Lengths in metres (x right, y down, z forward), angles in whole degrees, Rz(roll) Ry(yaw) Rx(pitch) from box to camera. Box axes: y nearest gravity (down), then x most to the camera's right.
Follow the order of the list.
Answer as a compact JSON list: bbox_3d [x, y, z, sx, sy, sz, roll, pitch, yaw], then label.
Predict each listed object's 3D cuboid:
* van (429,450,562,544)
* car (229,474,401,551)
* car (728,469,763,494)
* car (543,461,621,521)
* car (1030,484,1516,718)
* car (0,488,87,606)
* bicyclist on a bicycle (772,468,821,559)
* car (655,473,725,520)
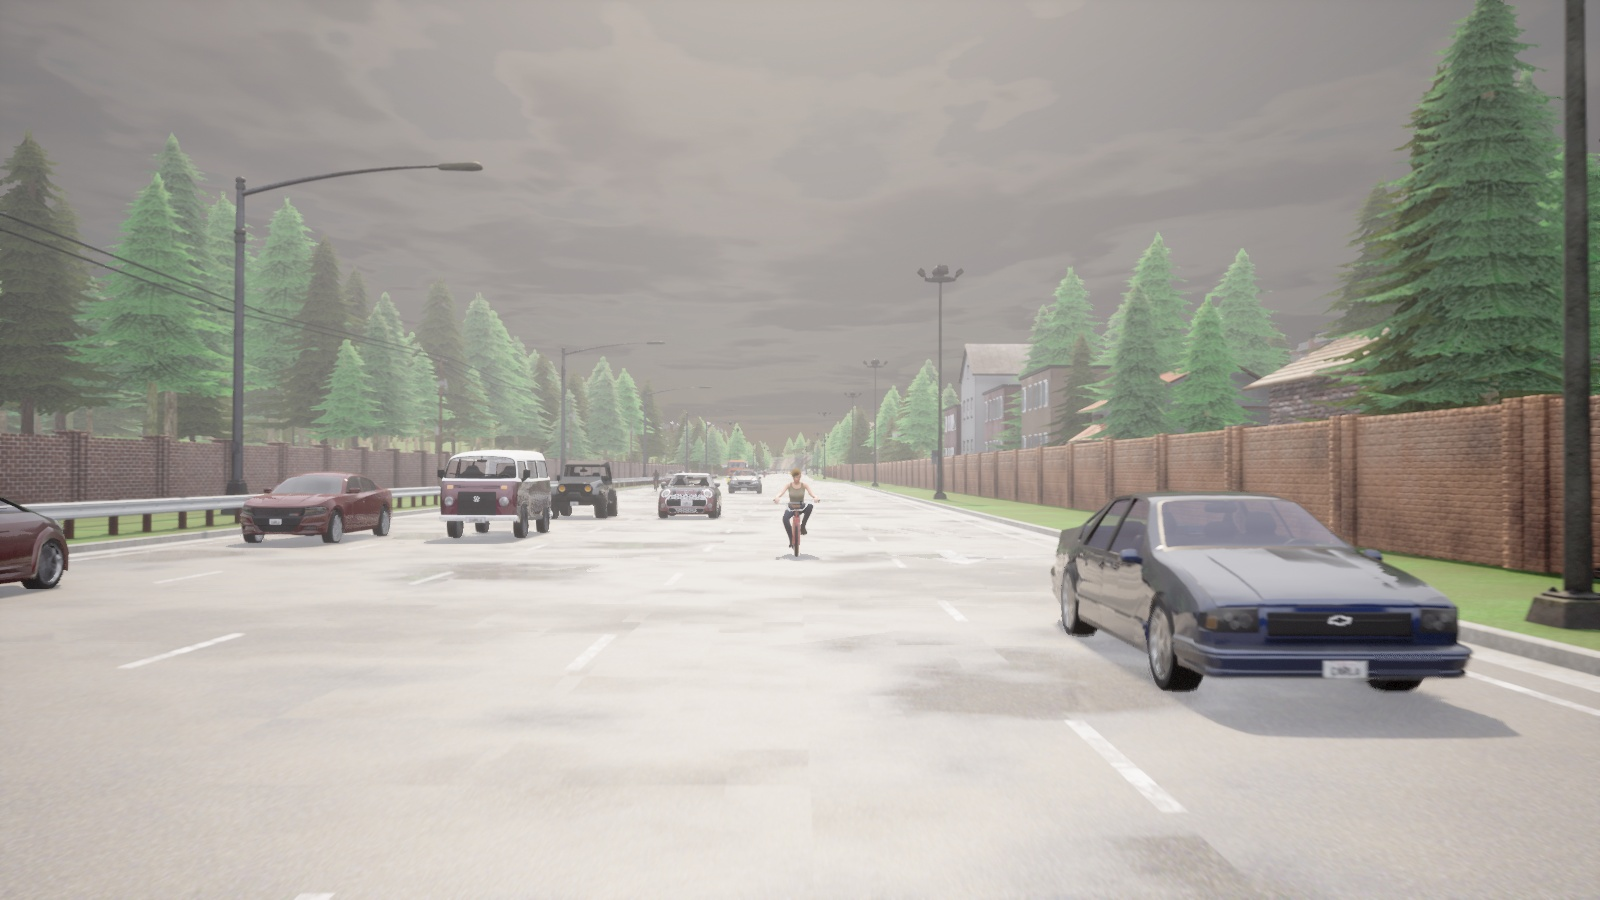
[{"bbox_3d":[-7.075,1.063,29.644,2.069,2.038,4.480,0,-1,0],"label":"van"},{"bbox_3d":[-10.569,1.300,27.799,1.882,1.535,5.008,0,-1,0],"label":"car"},{"bbox_3d":[-3.713,2.113,85.987,2.242,1.667,4.611,0,-1,0],"label":"car"},{"bbox_3d":[-7.103,1.331,41.323,1.905,1.878,3.866,0,-1,0],"label":"car"},{"bbox_3d":[3.476,1.026,10.605,2.033,1.411,5.357,0,-1,0],"label":"car"},{"bbox_3d":[-10.537,1.167,14.717,1.994,1.385,4.181,0,-1,0],"label":"car"},{"bbox_3d":[-0.053,1.138,23.108,0.866,1.612,1.509,0,-1,0],"label":"bicyclist on a bicycle"},{"bbox_3d":[-3.603,1.493,41.702,1.970,1.475,3.806,0,-1,0],"label":"car"}]
